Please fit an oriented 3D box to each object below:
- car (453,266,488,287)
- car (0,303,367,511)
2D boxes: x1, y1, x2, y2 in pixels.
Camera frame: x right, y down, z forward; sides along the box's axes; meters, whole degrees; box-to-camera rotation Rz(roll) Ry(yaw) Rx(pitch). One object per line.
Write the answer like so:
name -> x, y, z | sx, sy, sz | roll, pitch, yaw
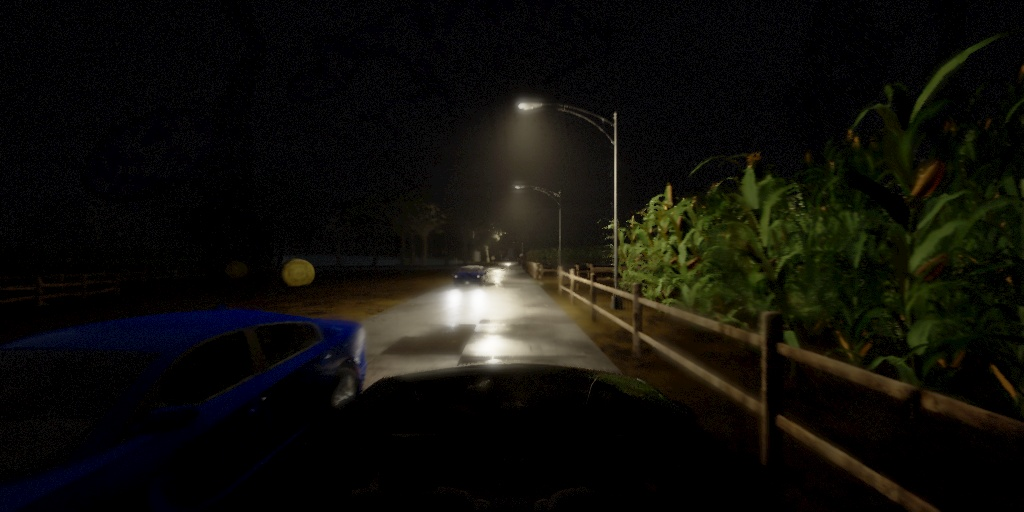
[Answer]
car -> -2.766, 1.365, 24.475 | 1.895, 1.301, 4.718 | 0, 0, 0
car -> -2.833, 1.228, 2.659 | 1.882, 1.535, 5.008 | 0, 0, 0
